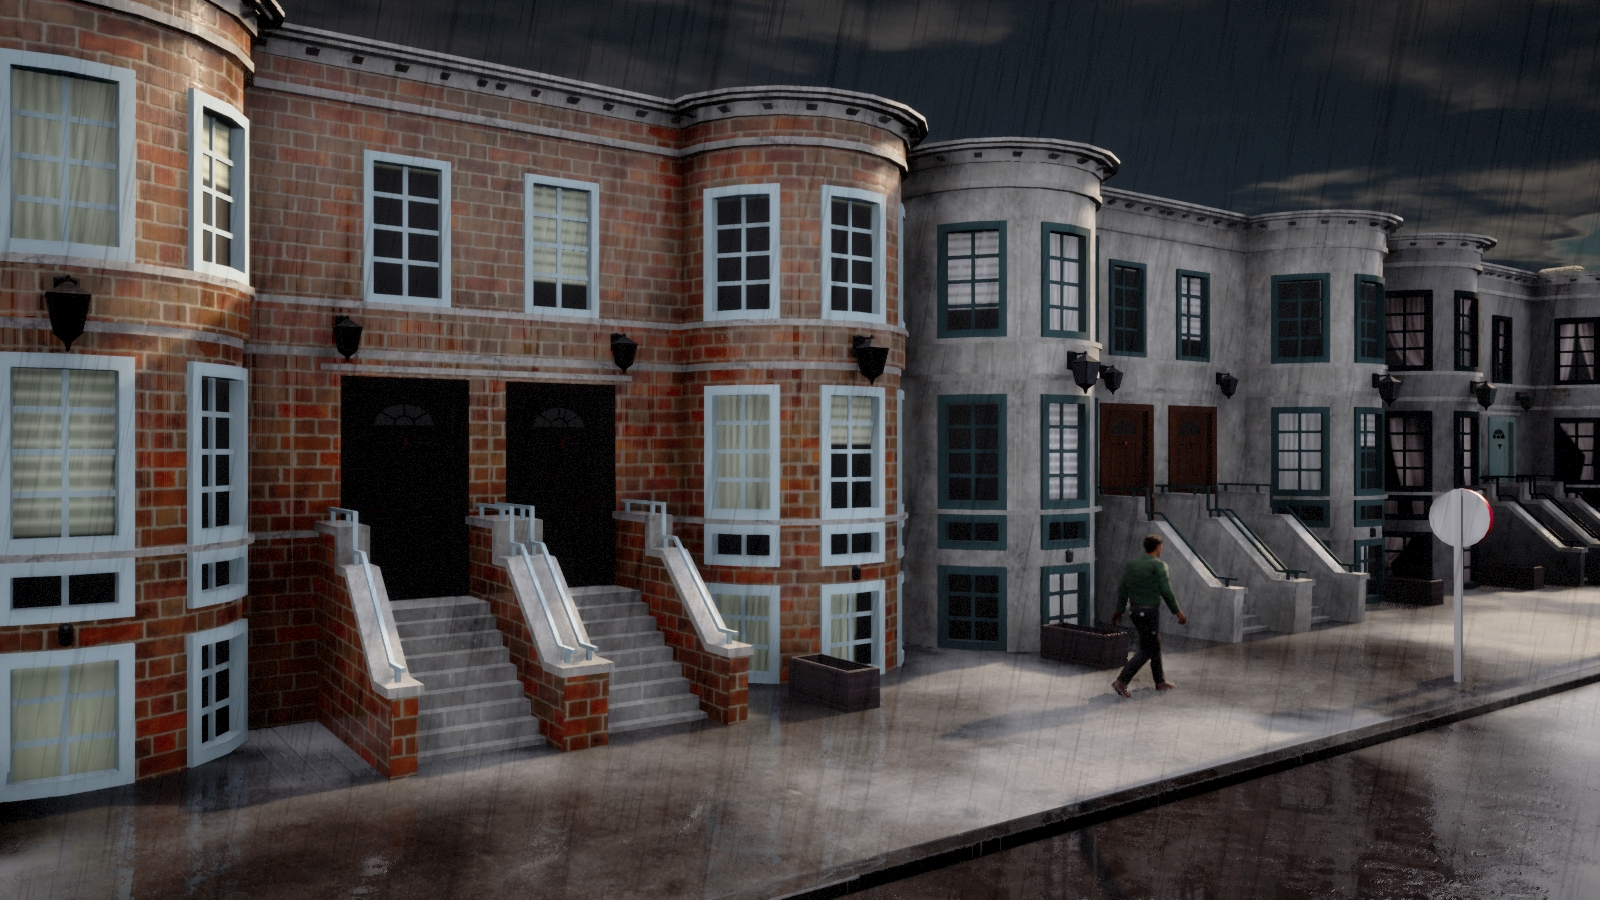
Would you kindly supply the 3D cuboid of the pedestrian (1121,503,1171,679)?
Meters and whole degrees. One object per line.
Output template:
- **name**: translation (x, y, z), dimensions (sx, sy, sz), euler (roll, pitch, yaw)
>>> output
- **pedestrian**: translation (3.788, 1.524, 12.519), dimensions (0.375, 1.860, 0.375), euler (0, 0, -27)
